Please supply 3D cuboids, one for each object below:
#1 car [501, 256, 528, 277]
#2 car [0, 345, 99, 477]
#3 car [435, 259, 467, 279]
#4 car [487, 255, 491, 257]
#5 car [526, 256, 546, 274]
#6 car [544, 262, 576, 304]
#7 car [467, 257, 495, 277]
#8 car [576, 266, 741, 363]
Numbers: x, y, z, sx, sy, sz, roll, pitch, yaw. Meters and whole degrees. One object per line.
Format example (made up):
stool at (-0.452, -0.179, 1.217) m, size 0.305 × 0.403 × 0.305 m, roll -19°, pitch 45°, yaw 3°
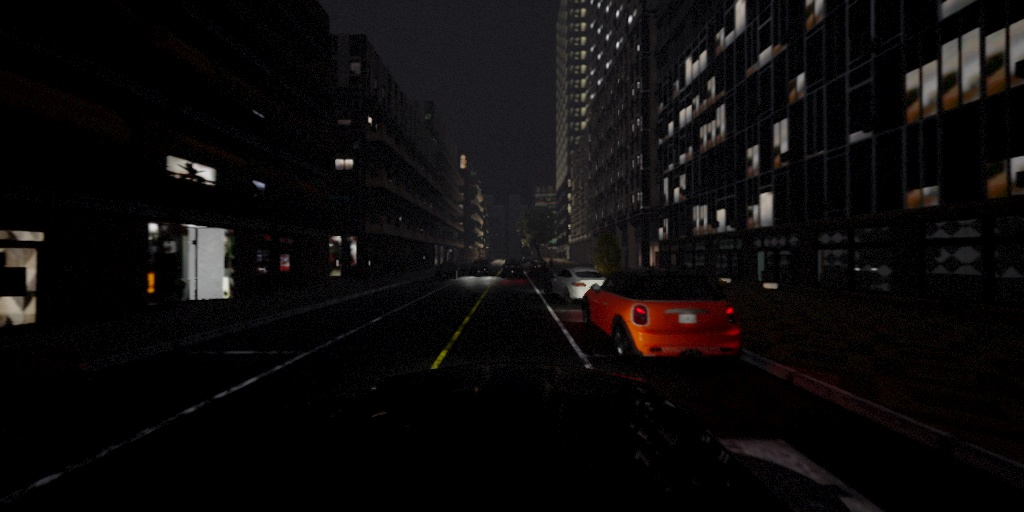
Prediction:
car at (0.062, 1.054, 31.789) m, size 2.128 × 1.511 × 4.902 m, roll 0°, pitch 0°, yaw 0°
car at (-5.314, 1.330, 2.141) m, size 1.802 × 1.307 × 4.207 m, roll 0°, pitch 0°, yaw 0°
car at (-5.322, 1.136, 30.373) m, size 1.948 × 1.339 × 4.313 m, roll 0°, pitch 0°, yaw 0°
car at (-5.278, 0.891, 64.081) m, size 1.751 × 1.417 × 4.829 m, roll 0°, pitch 0°, yaw 0°
car at (2.568, 0.976, 35.896) m, size 1.967 × 1.591 × 4.097 m, roll 0°, pitch 0°, yaw 0°
car at (2.866, 1.188, 15.586) m, size 1.812 × 1.442 × 4.674 m, roll 0°, pitch 0°, yaw -7°
car at (-2.844, 1.059, 32.989) m, size 1.837 × 1.490 × 4.892 m, roll 0°, pitch 0°, yaw 0°
car at (2.989, 1.061, 8.226) m, size 2.097 × 1.767 × 4.553 m, roll 0°, pitch 0°, yaw 0°
